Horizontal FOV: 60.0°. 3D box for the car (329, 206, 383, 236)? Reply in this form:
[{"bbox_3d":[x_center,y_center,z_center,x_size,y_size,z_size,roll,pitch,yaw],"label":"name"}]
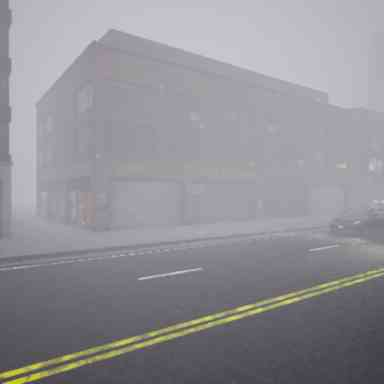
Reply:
[{"bbox_3d":[9.564,1.529,18.489,4.674,1.442,1.812,0,0,-35],"label":"car"}]
